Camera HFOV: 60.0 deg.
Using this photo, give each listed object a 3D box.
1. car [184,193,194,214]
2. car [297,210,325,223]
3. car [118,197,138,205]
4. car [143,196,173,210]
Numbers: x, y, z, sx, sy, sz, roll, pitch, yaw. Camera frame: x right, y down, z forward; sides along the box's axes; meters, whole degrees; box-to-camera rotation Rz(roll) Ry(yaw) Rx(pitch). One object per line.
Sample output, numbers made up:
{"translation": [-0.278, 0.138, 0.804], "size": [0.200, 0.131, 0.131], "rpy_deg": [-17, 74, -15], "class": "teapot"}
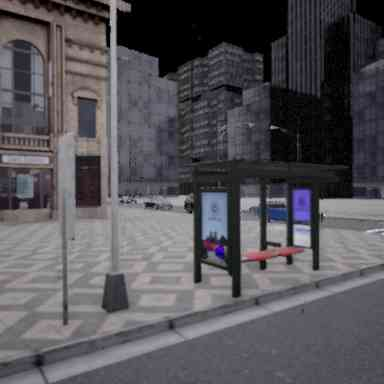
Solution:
{"translation": [1.387, 1.148, 31.984], "size": [2.150, 2.045, 5.566], "rpy_deg": [-1, 0, -34], "class": "car"}
{"translation": [6.953, 1.433, 23.745], "size": [1.882, 1.535, 5.008], "rpy_deg": [-1, 0, -35], "class": "car"}
{"translation": [-10.845, 1.418, 55.804], "size": [1.895, 1.301, 4.718], "rpy_deg": [-1, 1, -34], "class": "car"}
{"translation": [-4.181, 1.251, 40.251], "size": [2.097, 1.767, 4.553], "rpy_deg": [-1, 0, -34], "class": "car"}
